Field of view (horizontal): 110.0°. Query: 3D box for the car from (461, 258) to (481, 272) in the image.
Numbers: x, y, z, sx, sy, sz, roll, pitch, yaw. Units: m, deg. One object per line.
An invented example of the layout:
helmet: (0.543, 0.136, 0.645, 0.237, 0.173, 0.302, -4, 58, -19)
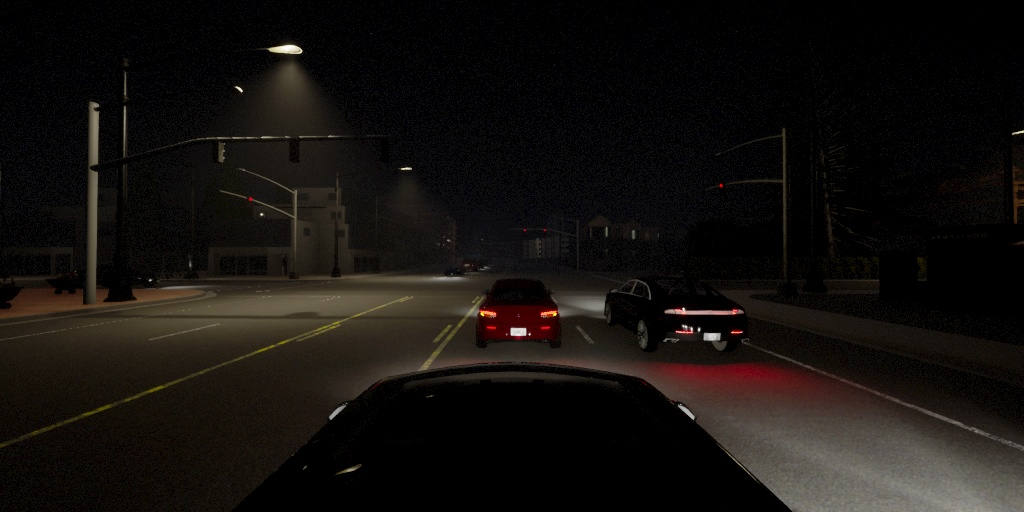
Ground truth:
car: (-6.433, 1.365, 54.016, 2.150, 2.045, 5.566, 0, 0, 1)

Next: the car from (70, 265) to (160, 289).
car: (-25.857, 1.332, 23.292, 4.892, 1.490, 1.837, 0, -1, 1)

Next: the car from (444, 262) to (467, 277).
car: (-6.510, 1.646, 40.536, 1.895, 1.301, 4.718, 0, -1, -2)

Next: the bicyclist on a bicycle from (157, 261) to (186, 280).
bicyclist on a bicycle: (-29.288, 1.231, 31.026, 1.656, 1.620, 0.582, 1, -1, -22)

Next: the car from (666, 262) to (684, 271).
car: (25.894, 1.759, 56.229, 4.902, 1.511, 2.128, 1, -1, -44)

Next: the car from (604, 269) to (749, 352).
car: (3.655, 1.250, 8.895, 2.128, 1.511, 4.902, 0, 0, 1)

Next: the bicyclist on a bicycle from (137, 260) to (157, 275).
bicyclist on a bicycle: (-31.226, 1.168, 31.249, 1.656, 1.620, 0.582, 19, 7, -25)

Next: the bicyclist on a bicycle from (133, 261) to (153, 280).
bicyclist on a bicycle: (-32.652, 1.245, 31.746, 1.656, 1.620, 0.582, 0, 0, 19)

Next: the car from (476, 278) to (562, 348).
car: (0.165, 1.288, 9.140, 1.812, 1.442, 4.674, 0, 0, 1)
